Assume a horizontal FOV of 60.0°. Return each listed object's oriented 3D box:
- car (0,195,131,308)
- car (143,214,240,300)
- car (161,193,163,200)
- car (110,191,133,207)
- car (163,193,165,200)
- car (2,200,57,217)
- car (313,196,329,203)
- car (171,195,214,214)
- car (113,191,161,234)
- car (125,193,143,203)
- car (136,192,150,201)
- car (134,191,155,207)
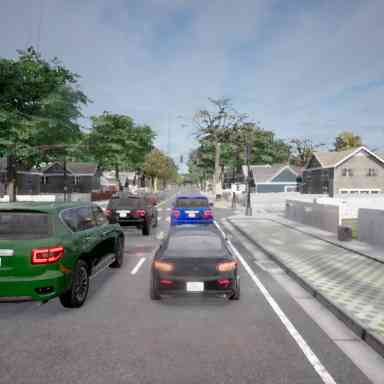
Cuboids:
[{"bbox_3d":[-3.184,1.209,8.039,2.150,2.045,5.566,0,0,1],"label":"car"},{"bbox_3d":[0.070,1.513,8.230,1.812,1.442,4.674,0,0,0],"label":"car"},{"bbox_3d":[-6.551,1.117,56.264,1.994,1.385,4.181,0,1,1],"label":"car"},{"bbox_3d":[-9.823,0.885,46.910,2.150,2.045,5.566,0,1,0],"label":"car"},{"bbox_3d":[-6.492,0.854,66.385,2.128,1.511,4.902,0,1,1],"label":"car"},{"bbox_3d":[-15.178,1.519,31.241,4.181,1.385,1.994,-1,1,-3],"label":"car"},{"bbox_3d":[13.296,1.196,34.409,4.902,1.511,2.128,0,1,-2],"label":"car"},{"bbox_3d":[0.031,1.158,18.264,2.150,2.045,5.566,0,0,1],"label":"car"},{"bbox_3d":[-3.217,1.157,18.390,2.150,2.045,5.566,0,0,1],"label":"car"},{"bbox_3d":[-9.805,1.040,56.590,2.128,1.511,4.902,0,1,0],"label":"car"},{"bbox_3d":[-9.732,0.850,66.564,2.128,1.511,4.902,0,1,1],"label":"car"},{"bbox_3d":[-6.572,0.886,46.856,2.150,2.045,5.566,0,1,0],"label":"car"}]
